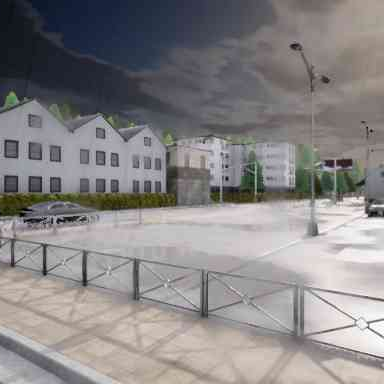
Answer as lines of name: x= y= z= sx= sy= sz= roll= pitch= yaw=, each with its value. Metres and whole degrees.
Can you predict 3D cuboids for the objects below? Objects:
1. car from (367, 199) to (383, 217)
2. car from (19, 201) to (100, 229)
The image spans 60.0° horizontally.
car: x=15.428 y=1.298 z=26.805 sx=2.007 sy=1.523 sz=4.514 roll=0 pitch=0 yaw=35
car: x=-7.885 y=1.300 z=20.297 sx=2.128 sy=1.511 sz=4.902 roll=0 pitch=0 yaw=35
